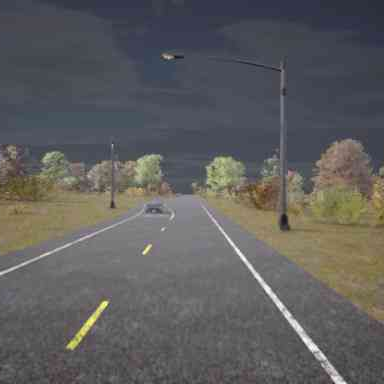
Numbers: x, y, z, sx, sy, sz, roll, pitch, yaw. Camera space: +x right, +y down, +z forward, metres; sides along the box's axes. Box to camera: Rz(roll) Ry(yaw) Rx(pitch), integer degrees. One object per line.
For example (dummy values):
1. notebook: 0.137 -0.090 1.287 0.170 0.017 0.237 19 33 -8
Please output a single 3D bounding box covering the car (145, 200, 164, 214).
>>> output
1. car: -3.980 1.563 35.915 2.033 1.411 5.357 0 0 -4
